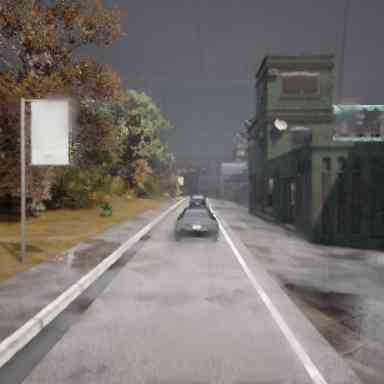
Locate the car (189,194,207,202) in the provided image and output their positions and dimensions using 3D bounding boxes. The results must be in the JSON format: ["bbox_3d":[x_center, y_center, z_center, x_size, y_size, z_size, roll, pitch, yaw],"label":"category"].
[{"bbox_3d":[0.653,0.998,36.759,1.812,1.442,4.674,0,1,2],"label":"car"}]

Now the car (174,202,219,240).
[{"bbox_3d":[0.220,1.386,15.815,1.994,1.385,4.181,0,1,1],"label":"car"}]
